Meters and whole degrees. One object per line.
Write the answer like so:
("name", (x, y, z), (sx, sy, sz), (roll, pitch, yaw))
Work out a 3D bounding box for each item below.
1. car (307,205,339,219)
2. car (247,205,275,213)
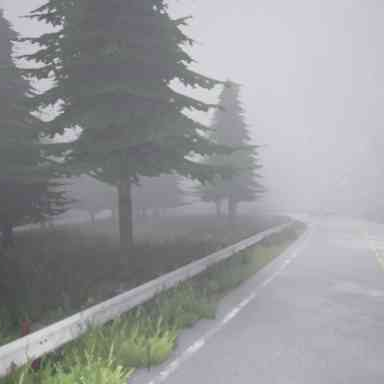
("car", (15.292, 2.335, 39.102), (1.837, 1.490, 4.892), (-1, -1, -8))
("car", (10.520, 2.689, 51.222), (2.128, 1.511, 4.902), (-3, 0, -35))
